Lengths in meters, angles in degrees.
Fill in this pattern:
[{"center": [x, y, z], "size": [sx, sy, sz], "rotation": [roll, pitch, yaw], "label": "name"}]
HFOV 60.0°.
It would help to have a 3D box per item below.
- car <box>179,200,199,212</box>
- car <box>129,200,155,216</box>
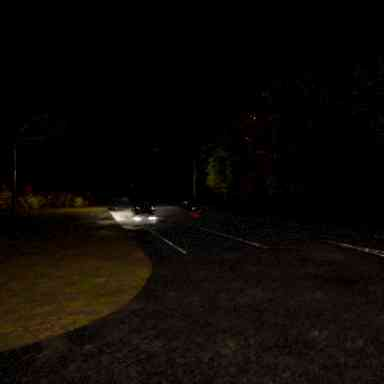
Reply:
[{"center": [-0.507, 1.923, 45.641], "size": [1.837, 1.490, 4.892], "rotation": [-1, -1, -16], "label": "car"}, {"center": [-5.521, 1.766, 37.651], "size": [2.097, 1.767, 4.553], "rotation": [-1, -1, -16], "label": "car"}]
